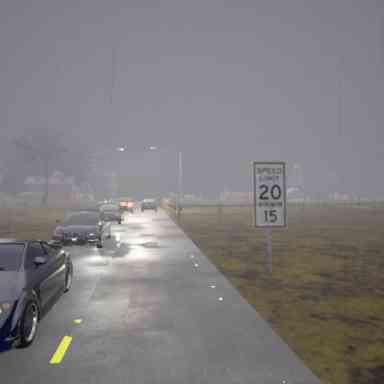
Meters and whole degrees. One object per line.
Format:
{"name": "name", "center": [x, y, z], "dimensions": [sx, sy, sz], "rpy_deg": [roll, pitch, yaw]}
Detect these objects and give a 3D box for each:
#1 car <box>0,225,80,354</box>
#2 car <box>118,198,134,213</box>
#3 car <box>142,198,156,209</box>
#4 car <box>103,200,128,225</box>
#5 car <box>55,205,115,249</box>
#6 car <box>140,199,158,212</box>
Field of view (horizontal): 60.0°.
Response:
{"name": "car", "center": [-3.517, 1.574, 5.991], "dimensions": [1.994, 1.385, 4.181], "rpy_deg": [0, 0, -8]}
{"name": "car", "center": [-7.731, 1.443, 37.684], "dimensions": [2.097, 1.767, 4.553], "rpy_deg": [0, 0, -7]}
{"name": "car", "center": [-6.596, 1.708, 50.685], "dimensions": [2.033, 1.411, 5.357], "rpy_deg": [0, 0, -8]}
{"name": "car", "center": [-6.061, 1.569, 24.780], "dimensions": [1.812, 1.442, 4.674], "rpy_deg": [0, 0, -7]}
{"name": "car", "center": [-4.696, 1.527, 14.718], "dimensions": [1.837, 1.490, 4.892], "rpy_deg": [0, 0, -8]}
{"name": "car", "center": [-5.197, 1.593, 40.350], "dimensions": [2.128, 1.511, 4.902], "rpy_deg": [0, 0, -8]}
